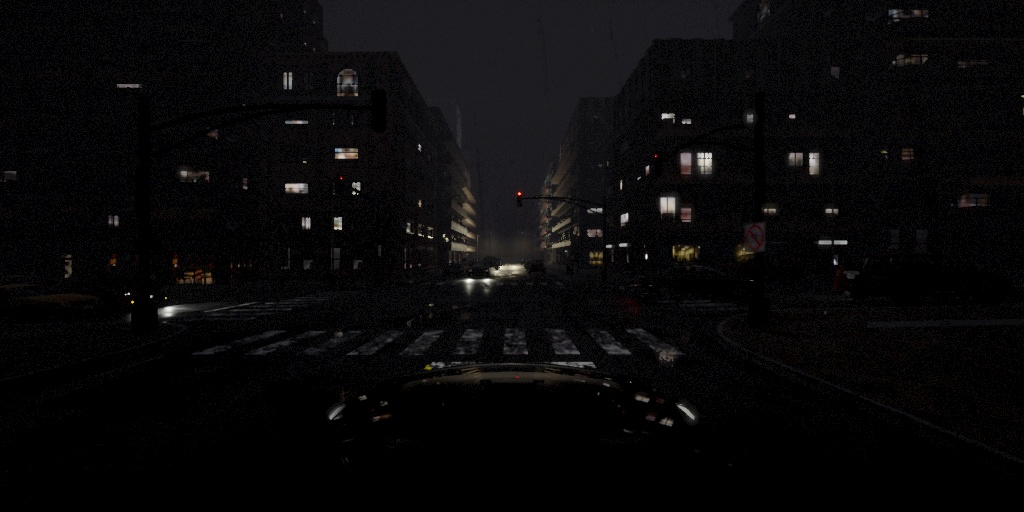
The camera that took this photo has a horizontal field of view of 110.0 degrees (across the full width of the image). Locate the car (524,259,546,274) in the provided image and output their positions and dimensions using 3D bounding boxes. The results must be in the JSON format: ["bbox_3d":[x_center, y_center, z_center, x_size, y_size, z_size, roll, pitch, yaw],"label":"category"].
[{"bbox_3d":[2.771,1.198,40.822,1.967,1.591,4.097,0,0,0],"label":"car"}]

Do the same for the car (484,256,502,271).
[{"bbox_3d":[-2.996,0.986,50.094,2.150,2.045,5.566,0,0,0],"label":"car"}]

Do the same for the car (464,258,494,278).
[{"bbox_3d":[-3.034,1.233,34.139,1.882,1.535,5.008,0,0,0],"label":"car"}]

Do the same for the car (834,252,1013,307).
[{"bbox_3d":[14.733,0.775,13.069,5.009,1.841,2.192,0,0,0],"label":"car"}]

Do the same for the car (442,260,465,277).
[{"bbox_3d":[-5.621,1.322,35.155,1.948,1.339,4.313,0,0,0],"label":"car"}]

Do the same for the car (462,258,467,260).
[{"bbox_3d":[-5.609,1.283,40.668,1.751,1.417,4.829,0,0,0],"label":"car"}]

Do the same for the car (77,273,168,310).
[{"bbox_3d":[-17.594,1.615,15.450,4.181,1.385,1.994,-1,0,0],"label":"car"}]

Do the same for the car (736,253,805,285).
[{"bbox_3d":[14.616,0.759,21.449,5.009,1.841,2.192,0,0,0],"label":"car"}]

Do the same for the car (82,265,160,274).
[{"bbox_3d":[-23.559,1.462,21.163,5.009,1.841,2.192,0,0,0],"label":"car"}]

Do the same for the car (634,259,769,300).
[{"bbox_3d":[8.011,1.070,15.895,4.902,1.511,2.128,-1,0,8],"label":"car"}]

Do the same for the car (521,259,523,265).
[{"bbox_3d":[2.807,1.348,57.870,1.802,1.307,4.207,0,0,0],"label":"car"}]

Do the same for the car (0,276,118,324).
[{"bbox_3d":[-17.608,1.585,12.855,4.829,1.417,1.751,0,0,0],"label":"car"}]
